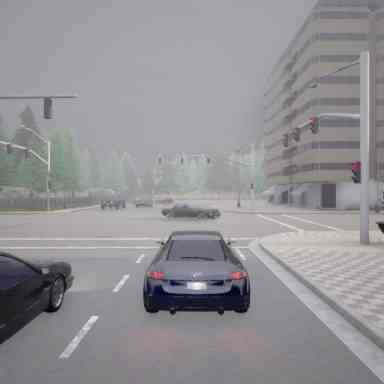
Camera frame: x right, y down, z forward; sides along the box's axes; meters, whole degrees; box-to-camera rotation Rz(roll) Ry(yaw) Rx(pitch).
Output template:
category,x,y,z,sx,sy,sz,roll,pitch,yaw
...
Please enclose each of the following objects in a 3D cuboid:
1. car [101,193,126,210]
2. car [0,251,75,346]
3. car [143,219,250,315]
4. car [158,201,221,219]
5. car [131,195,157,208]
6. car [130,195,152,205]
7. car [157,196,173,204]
category,x,y,z,sx,sy,sz,roll,pitch,yaw
car,-10.416,1.221,44.451,2.150,2.045,5.566,0,0,2
car,-3.427,1.547,4.622,2.033,1.411,5.357,0,0,0
car,0.092,1.564,7.656,1.994,1.385,4.181,0,0,0
car,-0.098,1.616,26.914,4.718,1.301,1.895,0,0,30
car,-6.841,1.547,48.110,2.033,1.411,5.357,0,0,2
car,-8.865,1.351,58.264,2.097,1.767,4.553,0,0,15
car,-4.992,1.478,59.412,1.882,1.535,5.008,0,1,18
